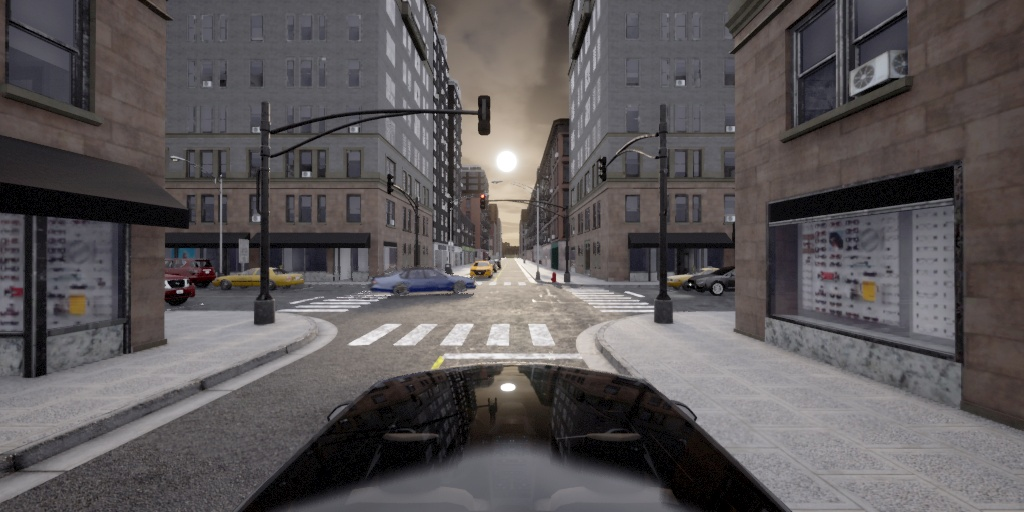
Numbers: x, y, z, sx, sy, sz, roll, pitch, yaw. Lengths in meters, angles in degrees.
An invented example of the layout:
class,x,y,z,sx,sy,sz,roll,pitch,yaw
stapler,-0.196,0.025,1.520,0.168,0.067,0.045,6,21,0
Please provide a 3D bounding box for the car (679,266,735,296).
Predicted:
class,x,y,z,sx,sy,sz,roll,pitch,yaw
car,11.904,1.273,19.014,4.892,1.490,1.837,0,0,1

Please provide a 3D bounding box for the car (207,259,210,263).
class,x,y,z,sx,sy,sz,roll,pitch,yaw
car,-20.755,1.063,21.614,5.009,1.841,2.192,0,0,0

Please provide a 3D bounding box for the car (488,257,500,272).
class,x,y,z,sx,sy,sz,roll,pitch,yaw
car,-2.840,1.244,44.339,1.837,1.490,4.892,0,0,0

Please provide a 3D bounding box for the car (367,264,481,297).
class,x,y,z,sx,sy,sz,roll,pitch,yaw
car,-4.623,1.297,18.674,5.357,1.411,2.033,0,0,-28

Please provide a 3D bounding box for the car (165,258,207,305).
class,x,y,z,sx,sy,sz,roll,pitch,yaw
car,-15.097,1.035,13.579,5.009,1.841,2.192,0,0,0

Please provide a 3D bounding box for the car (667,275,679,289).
class,x,y,z,sx,sy,sz,roll,pitch,yaw
car,11.638,1.304,21.561,4.829,1.417,1.751,0,0,0

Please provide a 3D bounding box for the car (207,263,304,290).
class,x,y,z,sx,sy,sz,roll,pitch,yaw
car,-15.246,1.279,21.605,4.829,1.417,1.751,0,0,0

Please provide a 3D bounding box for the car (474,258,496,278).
class,x,y,z,sx,sy,sz,roll,pitch,yaw
car,-2.839,1.222,33.937,1.882,1.535,5.008,0,0,0

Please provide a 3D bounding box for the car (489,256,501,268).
class,x,y,z,sx,sy,sz,roll,pitch,yaw
car,-2.826,0.953,55.855,2.150,2.045,5.566,0,0,0
